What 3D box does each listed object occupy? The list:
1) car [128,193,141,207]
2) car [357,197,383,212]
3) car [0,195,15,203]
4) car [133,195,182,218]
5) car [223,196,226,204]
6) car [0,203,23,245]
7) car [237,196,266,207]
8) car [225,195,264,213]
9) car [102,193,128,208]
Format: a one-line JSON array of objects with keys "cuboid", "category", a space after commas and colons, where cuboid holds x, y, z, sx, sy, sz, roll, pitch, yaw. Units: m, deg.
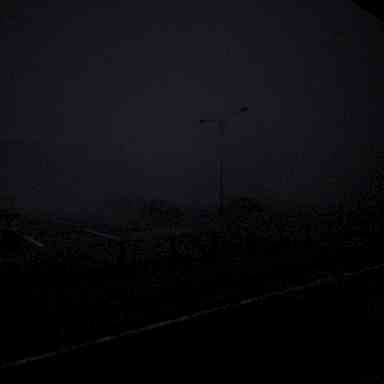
[{"cuboid": [-8.341, 1.074, 45.910, 1.932, 1.855, 4.605, 0, 0, -36], "category": "car"}, {"cuboid": [19.543, 1.289, 33.700, 2.152, 1.636, 5.027, 0, 0, -36], "category": "car"}, {"cuboid": [-20.827, 1.149, 36.383, 2.152, 1.636, 5.027, 0, 0, -36], "category": "car"}, {"cuboid": [-2.679, 1.282, 27.169, 2.007, 1.523, 4.514, 0, 0, -36], "category": "car"}, {"cuboid": [6.805, 1.329, 56.679, 1.845, 1.501, 3.633, 0, 0, -36], "category": "car"}, {"cuboid": [-8.198, 1.360, 13.601, 1.970, 1.475, 3.806, 0, 0, -36], "category": "car"}, {"cuboid": [8.734, 1.343, 48.918, 1.970, 1.475, 3.806, 0, 0, -36], "category": "car"}, {"cuboid": [5.447, 1.292, 32.986, 1.845, 1.501, 3.633, 0, 0, -36], "category": "car"}, {"cuboid": [-10.455, 1.057, 43.874, 1.905, 1.878, 3.866, 0, 0, -36], "category": "car"}]
